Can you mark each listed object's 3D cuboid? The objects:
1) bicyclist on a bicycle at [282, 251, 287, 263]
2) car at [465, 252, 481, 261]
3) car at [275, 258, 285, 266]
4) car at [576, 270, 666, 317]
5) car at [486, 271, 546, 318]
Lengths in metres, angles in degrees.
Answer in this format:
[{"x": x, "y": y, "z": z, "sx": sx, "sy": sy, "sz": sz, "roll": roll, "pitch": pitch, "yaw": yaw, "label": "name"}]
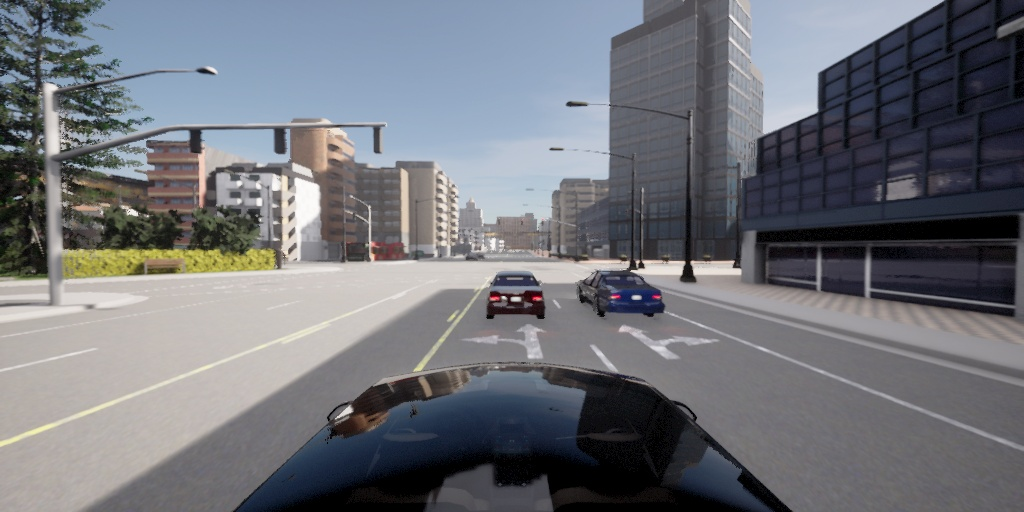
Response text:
[{"x": -30.772, "y": 0.130, "z": 48.251, "sx": 0.582, "sy": 1.620, "sz": 1.656, "roll": 0, "pitch": 2, "yaw": 0, "label": "bicyclist on a bicycle"}, {"x": -7.023, "y": 0.122, "z": 62.562, "sx": 1.837, "sy": 1.490, "sz": 4.892, "roll": 0, "pitch": 1, "yaw": 1, "label": "car"}, {"x": -28.537, "y": 0.513, "z": 40.768, "sx": 4.902, "sy": 1.511, "sz": 2.128, "roll": 0, "pitch": 1, "yaw": 1, "label": "car"}, {"x": 3.594, "y": 1.210, "z": 12.813, "sx": 2.033, "sy": 1.411, "sz": 5.357, "roll": 0, "pitch": 1, "yaw": 0, "label": "car"}, {"x": 0.094, "y": 1.210, "z": 12.468, "sx": 2.033, "sy": 1.411, "sz": 5.357, "roll": 0, "pitch": 1, "yaw": 0, "label": "car"}]
